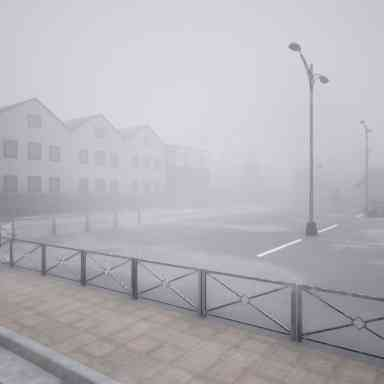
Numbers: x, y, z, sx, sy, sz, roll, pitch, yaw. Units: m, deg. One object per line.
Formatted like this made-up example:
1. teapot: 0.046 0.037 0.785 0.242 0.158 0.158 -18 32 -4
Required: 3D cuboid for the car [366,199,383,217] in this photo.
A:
1. car: 15.362 1.298 26.847 2.007 1.523 4.514 0 0 35
